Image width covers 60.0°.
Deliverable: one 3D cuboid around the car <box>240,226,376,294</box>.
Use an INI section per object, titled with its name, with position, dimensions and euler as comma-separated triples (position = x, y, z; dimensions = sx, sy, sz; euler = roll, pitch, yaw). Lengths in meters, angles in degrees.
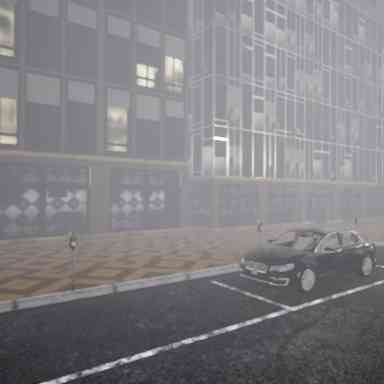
[car]
position = 3.206, 1.612, 8.835
dimensions = 4.403, 1.369, 2.008
euler = 1, 0, -35
